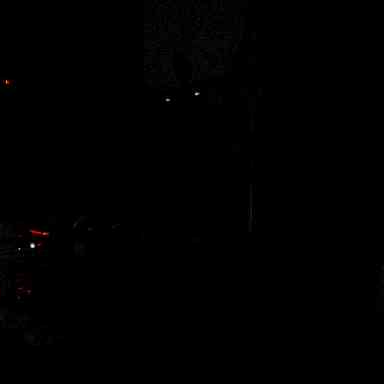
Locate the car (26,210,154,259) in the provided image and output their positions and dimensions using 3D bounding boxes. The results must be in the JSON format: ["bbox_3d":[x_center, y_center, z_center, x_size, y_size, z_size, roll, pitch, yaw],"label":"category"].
[{"bbox_3d":[-3.563,1.462,12.549,1.837,1.490,4.892,2,2,40],"label":"car"}]

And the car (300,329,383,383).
[{"bbox_3d":[2.738,1.315,0.853,5.009,1.841,2.192,0,0,36],"label":"car"}]
